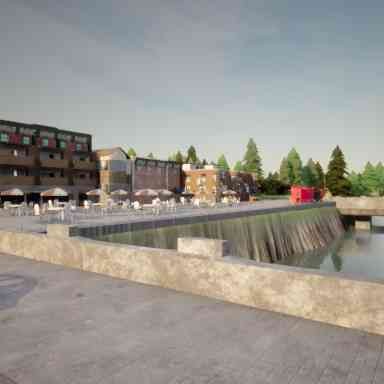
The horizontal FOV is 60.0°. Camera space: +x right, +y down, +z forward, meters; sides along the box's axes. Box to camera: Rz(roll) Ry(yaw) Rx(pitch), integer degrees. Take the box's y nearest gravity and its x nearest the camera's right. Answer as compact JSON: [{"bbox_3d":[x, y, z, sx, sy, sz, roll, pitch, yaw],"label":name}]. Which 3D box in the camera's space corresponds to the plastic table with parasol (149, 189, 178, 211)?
[{"bbox_3d":[-3.389,0.925,39.511,2.482,2.480,2.482,0,0,36],"label":"plastic table with parasol"}]
